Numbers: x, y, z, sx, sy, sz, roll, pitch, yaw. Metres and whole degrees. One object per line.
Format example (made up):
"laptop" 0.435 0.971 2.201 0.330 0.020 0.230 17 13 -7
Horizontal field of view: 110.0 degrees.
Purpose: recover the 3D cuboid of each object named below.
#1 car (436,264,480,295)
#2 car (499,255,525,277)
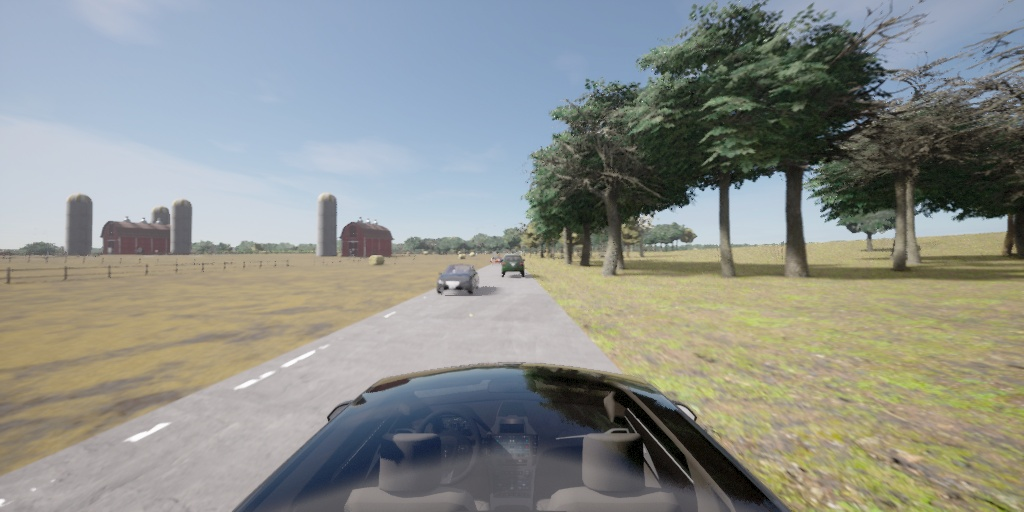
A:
"car" -2.847 1.210 19.612 2.128 1.511 4.902 0 0 0
"car" 0.103 0.895 35.118 2.150 2.045 5.566 0 0 0
